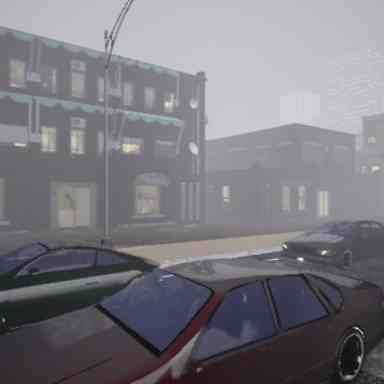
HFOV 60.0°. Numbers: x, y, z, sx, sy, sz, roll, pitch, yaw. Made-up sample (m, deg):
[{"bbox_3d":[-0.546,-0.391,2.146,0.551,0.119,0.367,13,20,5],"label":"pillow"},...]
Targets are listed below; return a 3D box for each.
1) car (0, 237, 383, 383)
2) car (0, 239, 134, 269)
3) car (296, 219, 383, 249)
[{"bbox_3d":[0.303,1.574,3.901,5.357,1.411,2.033,1,0,-36],"label":"car"},{"bbox_3d":[-2.531,1.578,5.880,4.181,1.385,1.994,1,0,-36],"label":"car"},{"bbox_3d":[5.464,1.669,11.556,5.357,1.411,2.033,1,0,-35],"label":"car"}]
